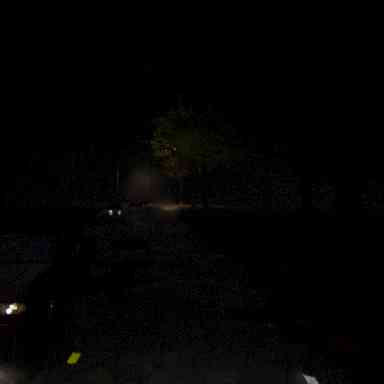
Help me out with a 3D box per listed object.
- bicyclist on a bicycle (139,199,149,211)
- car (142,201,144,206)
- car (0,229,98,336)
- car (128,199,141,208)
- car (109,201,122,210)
[{"bbox_3d":[-6.214,1.728,44.790,0.866,1.612,1.509,-2,-2,-14],"label":"bicyclist on a bicycle"},{"bbox_3d":[-12.131,2.442,75.439,1.837,1.490,4.892,0,-1,0],"label":"car"},{"bbox_3d":[-3.410,1.563,7.194,2.033,1.411,5.357,0,0,-4],"label":"car"},{"bbox_3d":[-10.744,2.224,61.386,1.994,1.385,4.181,0,-1,-9],"label":"car"},{"bbox_3d":[-11.559,2.008,50.378,2.033,1.411,5.357,0,-1,-13],"label":"car"}]
